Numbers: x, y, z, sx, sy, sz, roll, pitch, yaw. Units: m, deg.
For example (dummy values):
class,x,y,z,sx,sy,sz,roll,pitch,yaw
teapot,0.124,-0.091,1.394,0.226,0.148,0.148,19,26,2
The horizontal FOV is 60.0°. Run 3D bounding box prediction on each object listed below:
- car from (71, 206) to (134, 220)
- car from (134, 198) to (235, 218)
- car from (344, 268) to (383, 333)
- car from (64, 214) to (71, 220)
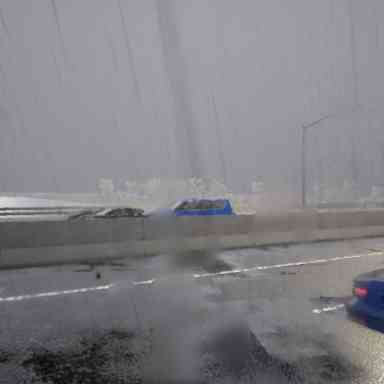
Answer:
class,x,y,z,sx,sy,sz,roll,pitch,yaw
car,-4.660,1.650,20.600,4.892,1.490,1.837,1,-1,-27
car,-0.159,1.364,18.964,5.566,2.045,2.150,0,0,-27
car,5.075,1.602,5.710,5.357,1.411,2.033,0,0,-27
car,-6.839,1.725,23.416,4.181,1.385,1.994,0,0,-27
